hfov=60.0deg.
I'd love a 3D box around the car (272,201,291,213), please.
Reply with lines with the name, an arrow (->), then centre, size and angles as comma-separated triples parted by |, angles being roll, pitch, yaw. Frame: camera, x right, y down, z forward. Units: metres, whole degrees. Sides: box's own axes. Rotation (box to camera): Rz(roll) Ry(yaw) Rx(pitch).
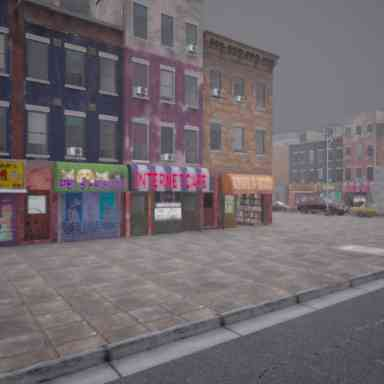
car -> 9.765, 1.658, 37.829 | 1.802, 1.307, 4.206 | 0, 0, -35

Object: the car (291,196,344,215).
car -> 12.930, 1.377, 33.390 | 2.192, 1.841, 5.009 | 0, 0, -35

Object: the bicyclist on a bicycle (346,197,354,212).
bicyclist on a bicycle -> 17.485, 1.373, 36.729 | 1.656, 1.620, 0.582 | 0, 0, -35

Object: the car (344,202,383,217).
car -> 16.194, 1.573, 28.813 | 1.752, 1.417, 4.829 | 0, 0, -35
